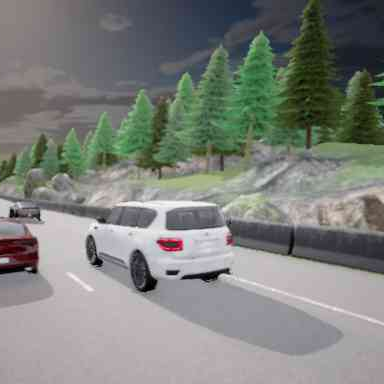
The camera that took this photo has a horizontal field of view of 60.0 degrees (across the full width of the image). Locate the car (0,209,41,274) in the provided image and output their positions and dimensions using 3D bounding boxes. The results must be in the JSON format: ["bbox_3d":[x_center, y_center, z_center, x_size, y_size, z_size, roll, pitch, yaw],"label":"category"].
[{"bbox_3d":[-5.952,1.502,10.017,1.882,1.535,5.008,0,0,-35],"label":"car"}]

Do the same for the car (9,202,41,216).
[{"bbox_3d":[-13.631,1.563,27.098,2.128,1.511,4.902,0,0,-35],"label":"car"}]

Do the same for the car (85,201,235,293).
[{"bbox_3d":[-1.206,1.253,9.339,2.150,2.045,5.566,0,0,-35],"label":"car"}]
